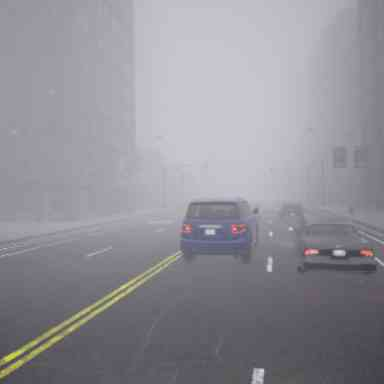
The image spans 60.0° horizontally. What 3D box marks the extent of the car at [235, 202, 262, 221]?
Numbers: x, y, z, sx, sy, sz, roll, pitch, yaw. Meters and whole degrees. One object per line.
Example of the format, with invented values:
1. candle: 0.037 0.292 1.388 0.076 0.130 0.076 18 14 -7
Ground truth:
1. car: 4.688 1.543 27.208 1.895 1.301 4.718 -1 0 13

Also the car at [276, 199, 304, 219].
1. car: 8.006 1.378 27.156 1.837 1.490 4.892 -1 0 13

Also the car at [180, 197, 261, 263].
1. car: 1.182 1.212 12.109 2.150 2.045 5.566 -1 0 14

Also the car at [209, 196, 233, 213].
1. car: 3.356 1.340 37.121 2.097 1.767 4.553 -1 0 12

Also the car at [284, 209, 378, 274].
1. car: 4.073 1.473 10.271 2.033 1.411 5.357 -1 0 14

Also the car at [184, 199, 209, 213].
1. car: 0.605 1.599 39.764 2.033 1.411 5.357 -1 0 12
